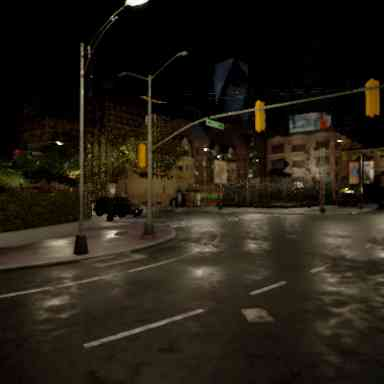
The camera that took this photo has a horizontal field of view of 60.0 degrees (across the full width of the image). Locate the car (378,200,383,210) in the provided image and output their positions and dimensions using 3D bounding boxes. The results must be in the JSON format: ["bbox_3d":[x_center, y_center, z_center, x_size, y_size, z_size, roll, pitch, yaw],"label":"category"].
[{"bbox_3d":[28.174,1.843,47.990,2.097,1.535,5.008,0,-1,39],"label":"car"}]

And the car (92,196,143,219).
[{"bbox_3d":[-7.266,1.445,32.612,5.566,2.045,2.150,0,0,38],"label":"car"}]
